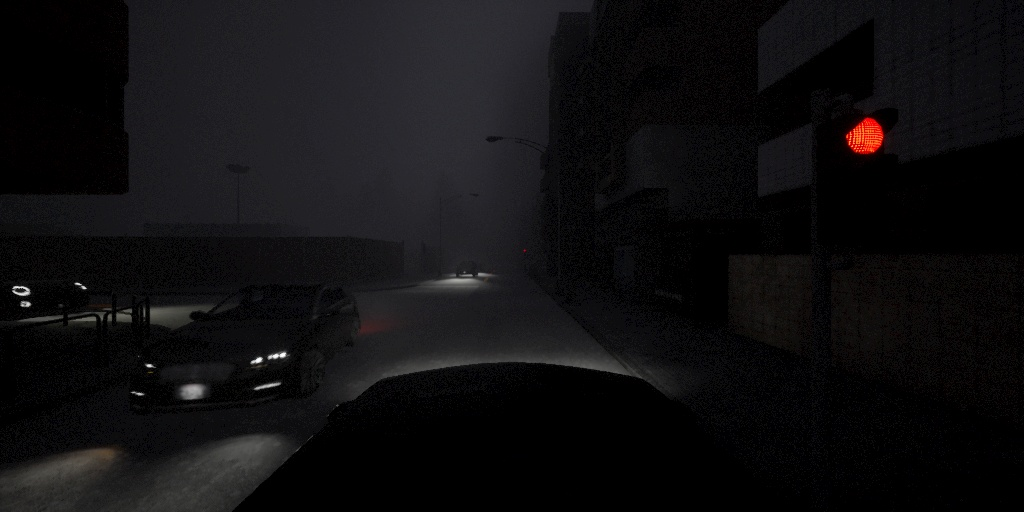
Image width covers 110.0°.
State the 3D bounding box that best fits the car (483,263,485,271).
[{"bbox_3d":[-4.477,1.351,45.779,1.895,1.301,4.718,0,0,0],"label":"car"}]

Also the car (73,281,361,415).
[{"bbox_3d":[-4.044,1.241,6.378,2.128,1.511,4.902,1,0,-12],"label":"car"}]

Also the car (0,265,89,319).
[{"bbox_3d":[-17.581,1.101,12.250,4.553,1.767,2.097,0,0,0],"label":"car"}]

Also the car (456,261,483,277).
[{"bbox_3d":[-4.410,1.242,35.665,2.128,1.511,4.902,0,0,0],"label":"car"}]
